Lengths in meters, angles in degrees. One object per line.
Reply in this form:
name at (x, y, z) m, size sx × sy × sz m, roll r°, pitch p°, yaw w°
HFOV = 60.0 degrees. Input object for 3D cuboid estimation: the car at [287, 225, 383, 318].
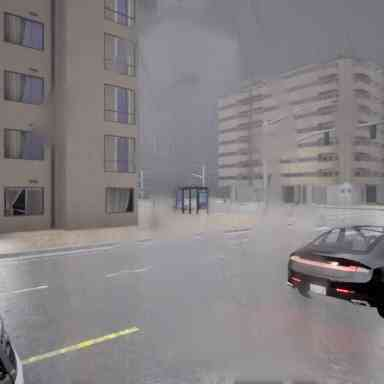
car at (4.096, 1.492, 7.353) m, size 4.902 × 1.511 × 2.128 m, roll 0°, pitch 0°, yaw -39°

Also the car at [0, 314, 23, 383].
car at (-3.785, 1.221, 1.347) m, size 5.566 × 2.045 × 2.150 m, roll 0°, pitch 0°, yaw -32°
